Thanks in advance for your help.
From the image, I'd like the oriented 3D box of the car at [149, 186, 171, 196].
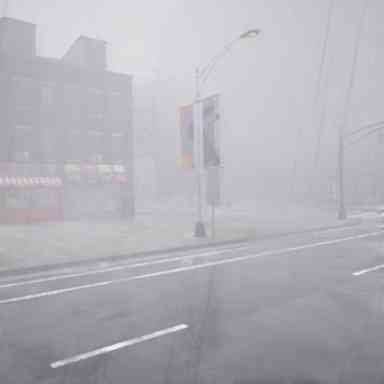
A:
[{"bbox_3d":[-5.271,-0.174,54.514,1.837,1.490,4.892,-2,4,-35],"label":"car"}]
